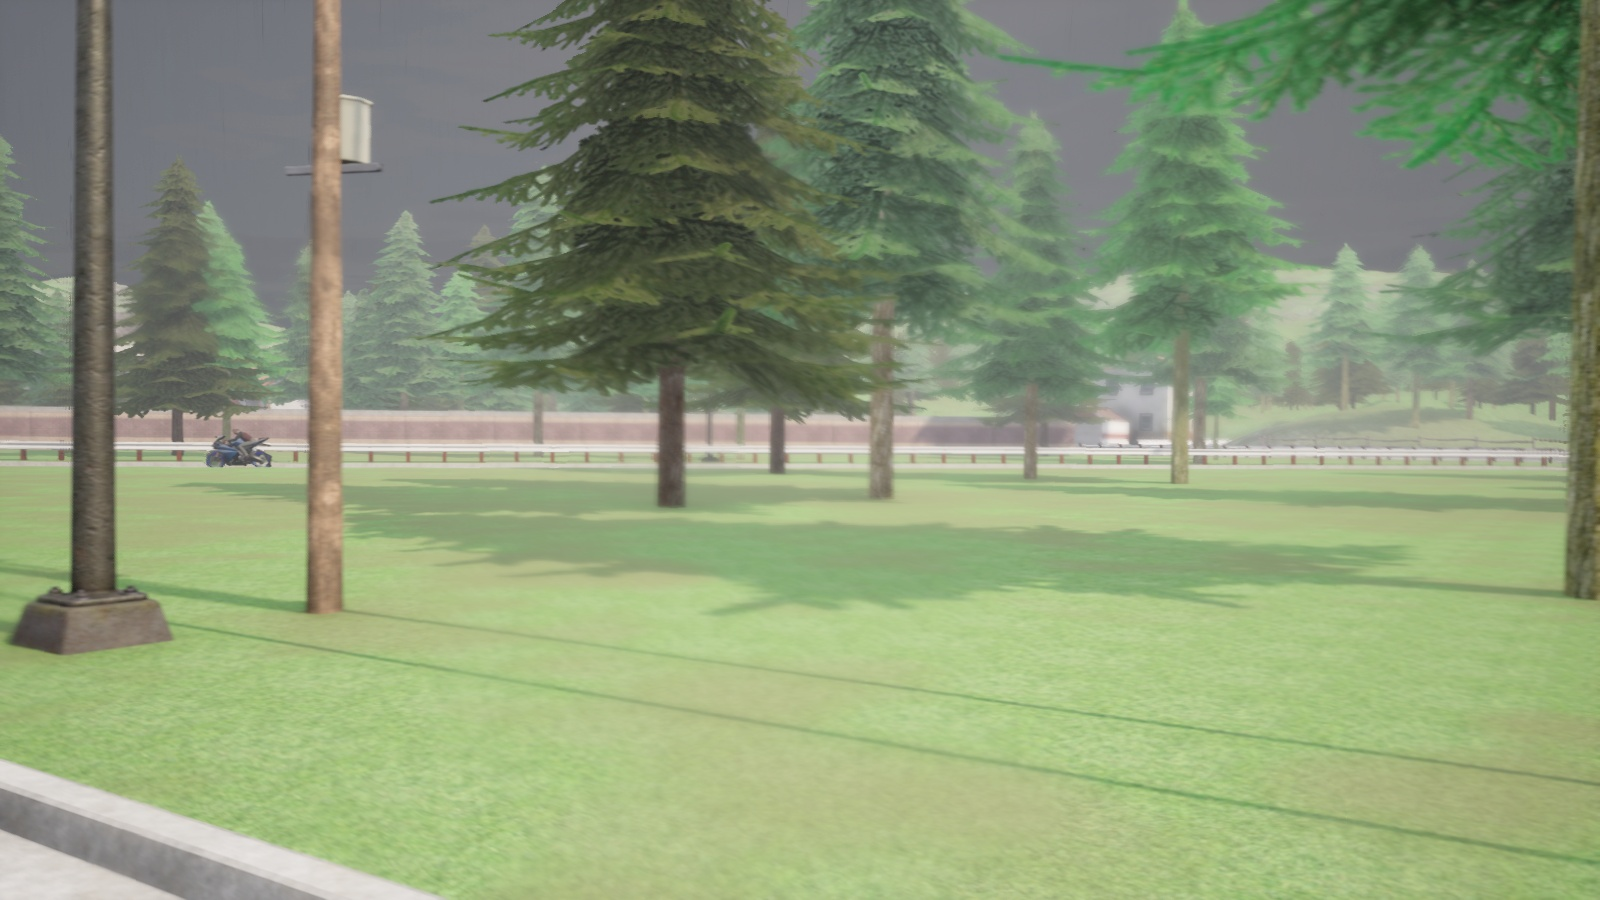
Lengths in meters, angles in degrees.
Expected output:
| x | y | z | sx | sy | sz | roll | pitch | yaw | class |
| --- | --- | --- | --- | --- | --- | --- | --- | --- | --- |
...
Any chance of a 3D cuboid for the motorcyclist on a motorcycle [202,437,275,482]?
| x | y | z | sx | sy | sz | roll | pitch | yaw | class |
| --- | --- | --- | --- | --- | --- | --- | --- | --- | --- |
| -19.978 | 0.330 | 44.728 | 2.191 | 1.530 | 0.866 | -1 | 1 | -9 | motorcyclist on a motorcycle |
